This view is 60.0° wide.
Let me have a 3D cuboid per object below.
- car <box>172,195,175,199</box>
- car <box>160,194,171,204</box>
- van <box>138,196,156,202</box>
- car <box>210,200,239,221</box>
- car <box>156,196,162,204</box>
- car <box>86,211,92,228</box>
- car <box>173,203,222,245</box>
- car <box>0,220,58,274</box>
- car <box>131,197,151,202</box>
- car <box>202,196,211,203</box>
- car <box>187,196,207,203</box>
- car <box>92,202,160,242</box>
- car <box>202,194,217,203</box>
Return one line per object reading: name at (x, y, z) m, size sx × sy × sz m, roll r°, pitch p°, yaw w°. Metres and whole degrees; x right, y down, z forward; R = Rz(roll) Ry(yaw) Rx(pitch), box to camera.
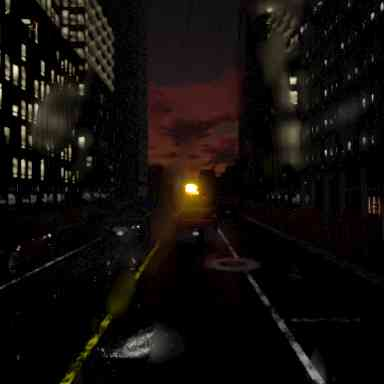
car at (-5.439, 1.558, 73.080) m, size 1.947 × 1.339 × 4.313 m, roll 0°, pitch 0°, yaw 0°
car at (-5.478, 1.437, 61.695) m, size 1.967 × 1.590 × 4.097 m, roll 0°, pitch 0°, yaw 0°
van at (-5.556, 1.344, 38.927) m, size 1.690 × 1.788 × 3.998 m, roll 0°, pitch 0°, yaw 0°
car at (2.785, 1.572, 27.501) m, size 1.947 × 1.339 × 4.313 m, roll 0°, pitch 0°, yaw 0°
car at (-5.537, 1.584, 44.619) m, size 1.802 × 1.307 × 4.206 m, roll 0°, pitch 0°, yaw 0°
car at (-5.615, 1.553, 21.850) m, size 2.008 × 1.369 × 4.403 m, roll 0°, pitch 0°, yaw 0°
car at (0.150, 1.481, 15.533) m, size 1.882 × 1.535 × 5.008 m, roll 0°, pitch 0°, yaw 0°
car at (-5.654, 1.583, 10.464) m, size 1.802 × 1.307 × 4.206 m, roll 0°, pitch 0°, yaw 0°
car at (-5.576, 1.548, 33.235) m, size 1.887 × 1.381 × 4.507 m, roll 0°, pitch 0°, yaw 0°
car at (2.922, 1.522, 67.514) m, size 1.752 × 1.417 × 4.829 m, roll 0°, pitch 0°, yaw 0°
car at (0.212, 1.483, 33.710) m, size 1.882 × 1.535 × 5.008 m, roll 0°, pitch 0°, yaw 0°
car at (-3.039, 1.494, 16.522) m, size 2.128 × 1.511 × 4.902 m, roll 0°, pitch 0°, yaw 0°
car at (2.864, 1.444, 50.268) m, size 1.967 × 1.590 × 4.097 m, roll 0°, pitch 0°, yaw 0°
